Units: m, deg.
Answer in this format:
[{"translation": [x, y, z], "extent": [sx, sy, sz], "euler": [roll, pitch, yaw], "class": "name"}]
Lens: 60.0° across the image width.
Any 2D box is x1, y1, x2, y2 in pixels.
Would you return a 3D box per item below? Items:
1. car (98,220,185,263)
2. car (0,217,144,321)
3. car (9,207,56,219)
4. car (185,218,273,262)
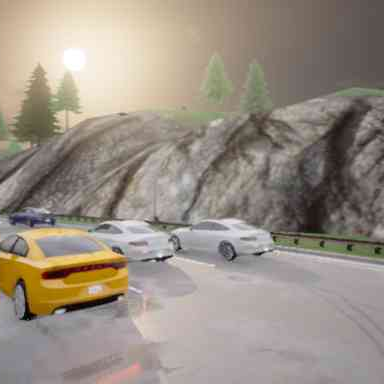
[{"translation": [-2.593, 1.709, 11.862], "extent": [1.812, 1.442, 4.674], "euler": [1, -1, -44], "class": "car"}, {"translation": [-3.403, 1.587, 7.696], "extent": [1.882, 1.535, 5.008], "euler": [1, -1, -43], "class": "car"}, {"translation": [-12.061, 1.865, 25.166], "extent": [4.674, 1.442, 1.812], "euler": [0, -1, 39], "class": "car"}, {"translation": [0.973, 1.754, 13.197], "extent": [1.812, 1.442, 4.674], "euler": [1, -1, -43], "class": "car"}]
